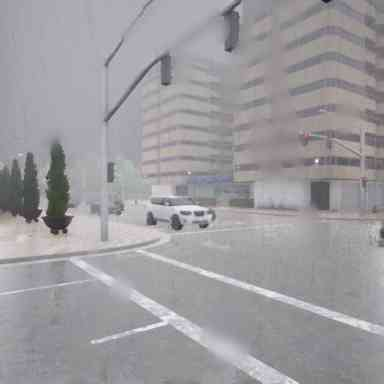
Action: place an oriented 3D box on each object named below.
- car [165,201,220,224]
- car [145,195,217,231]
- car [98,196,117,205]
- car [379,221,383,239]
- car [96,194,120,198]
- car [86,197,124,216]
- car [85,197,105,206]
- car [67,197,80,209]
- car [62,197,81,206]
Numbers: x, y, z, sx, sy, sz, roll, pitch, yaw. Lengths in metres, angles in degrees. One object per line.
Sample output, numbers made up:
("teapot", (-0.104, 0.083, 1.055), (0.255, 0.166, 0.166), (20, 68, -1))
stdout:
("car", (-0.052, 1.505, 26.118), (1.837, 1.490, 4.892), (0, 0, -35))
("car", (-1.035, 1.222, 21.240), (2.150, 2.045, 5.566), (0, 0, -33))
("car", (-15.540, 1.526, 60.827), (1.812, 1.442, 4.674), (0, 0, -35))
("car", (9.569, 1.526, 12.370), (1.812, 1.442, 4.674), (0, 0, -35))
("car", (-10.255, 1.224, 40.709), (2.150, 2.045, 5.566), (0, 0, -35))
("car", (-8.339, 1.526, 31.854), (1.812, 1.442, 4.674), (0, 0, -35))
("car", (-16.391, 1.564, 55.938), (1.994, 1.385, 4.181), (0, 0, -35))
("car", (-16.628, 1.477, 43.738), (1.882, 1.535, 5.008), (0, 0, -35))
("car", (-19.787, 1.507, 54.485), (1.837, 1.490, 4.892), (0, -1, -35))
